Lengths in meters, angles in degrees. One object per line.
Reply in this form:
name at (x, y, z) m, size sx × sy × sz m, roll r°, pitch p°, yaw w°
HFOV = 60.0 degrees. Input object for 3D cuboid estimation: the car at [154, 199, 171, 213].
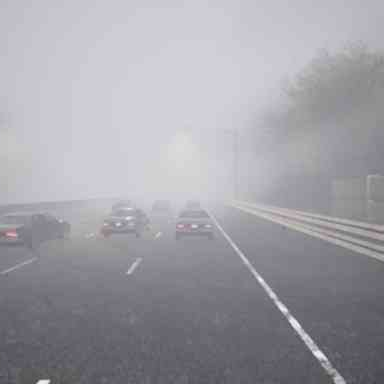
car at (-3.395, 1.536, 37.235) m, size 2.033 × 1.411 × 5.357 m, roll 0°, pitch 0°, yaw 0°

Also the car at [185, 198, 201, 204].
car at (0.103, 1.515, 41.083) m, size 1.812 × 1.442 × 4.674 m, roll 0°, pitch 0°, yaw 0°

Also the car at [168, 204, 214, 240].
car at (0.102, 1.537, 16.980) m, size 2.033 × 1.411 × 5.357 m, roll 0°, pitch 0°, yaw 0°

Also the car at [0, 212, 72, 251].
car at (-6.895, 1.539, 14.102) m, size 2.033 × 1.411 × 5.357 m, roll 0°, pitch 0°, yaw 0°

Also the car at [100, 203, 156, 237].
car at (-3.398, 1.537, 17.827) m, size 2.033 × 1.411 × 5.357 m, roll 0°, pitch 0°, yaw 0°

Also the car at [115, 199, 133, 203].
car at (-6.900, 1.493, 34.064) m, size 1.837 × 1.490 × 4.892 m, roll 0°, pitch 0°, yaw 0°
